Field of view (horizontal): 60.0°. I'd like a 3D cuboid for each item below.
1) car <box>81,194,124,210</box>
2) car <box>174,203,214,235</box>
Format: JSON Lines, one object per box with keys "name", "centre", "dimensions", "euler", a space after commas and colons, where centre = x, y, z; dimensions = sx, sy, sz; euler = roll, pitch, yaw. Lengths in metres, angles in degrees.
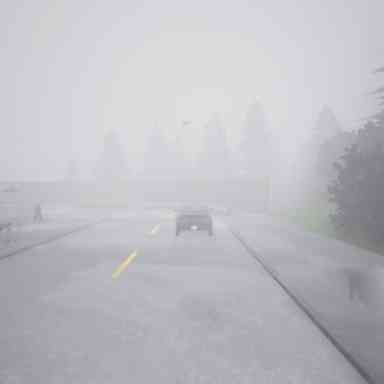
{"name": "car", "centre": [-9.809, 1.013, 36.391], "dimensions": [4.553, 1.767, 2.097], "euler": [0, 1, 12]}
{"name": "car", "centre": [0.091, 1.341, 17.576], "dimensions": [1.837, 1.490, 4.892], "euler": [0, 1, 0]}
